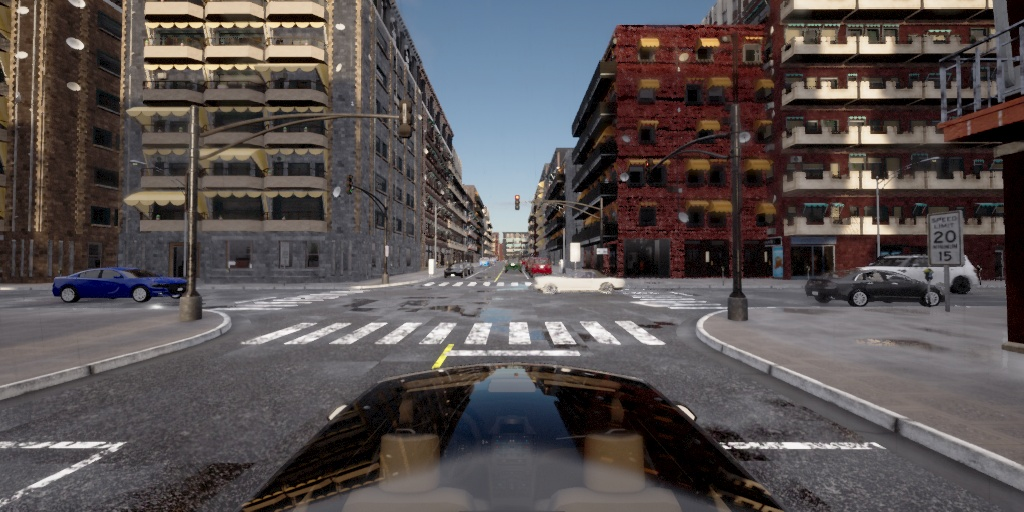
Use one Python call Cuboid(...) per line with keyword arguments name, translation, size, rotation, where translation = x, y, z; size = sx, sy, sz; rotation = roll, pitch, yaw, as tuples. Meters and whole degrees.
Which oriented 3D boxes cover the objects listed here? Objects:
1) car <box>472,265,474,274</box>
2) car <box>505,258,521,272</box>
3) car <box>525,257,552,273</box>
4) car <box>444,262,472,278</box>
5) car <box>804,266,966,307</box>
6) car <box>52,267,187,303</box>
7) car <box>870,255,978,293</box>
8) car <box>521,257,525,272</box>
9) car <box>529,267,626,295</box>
Cuboid(name="car", translation=(-5.245, 1.331, 39.528), size=(1.948, 1.339, 4.313), rotation=(0, 0, 0))
Cuboid(name="car", translation=(0.183, 1.125, 46.298), size=(2.097, 1.767, 4.553), rotation=(0, 0, 0))
Cuboid(name="car", translation=(2.626, 1.077, 33.997), size=(2.192, 1.841, 5.009), rotation=(0, 0, 0))
Cuboid(name="car", translation=(-5.255, 1.328, 33.966), size=(1.948, 1.339, 4.313), rotation=(0, 0, 0))
Cuboid(name="car", translation=(13.767, 1.185, 13.683), size=(4.403, 1.370, 2.007), rotation=(0, 0, 0))
Cuboid(name="car", translation=(-17.587, 1.254, 16.304), size=(5.008, 1.535, 1.882), rotation=(0, -1, 0))
Cuboid(name="car", translation=(21.079, 0.953, 19.087), size=(5.566, 2.045, 2.150), rotation=(0, -1, 0))
Cuboid(name="car", translation=(2.647, 1.086, 45.120), size=(2.192, 1.841, 5.009), rotation=(0, 0, 0))
Cuboid(name="car", translation=(3.467, 1.377, 19.155), size=(4.718, 1.301, 1.895), rotation=(0, -1, 0))
